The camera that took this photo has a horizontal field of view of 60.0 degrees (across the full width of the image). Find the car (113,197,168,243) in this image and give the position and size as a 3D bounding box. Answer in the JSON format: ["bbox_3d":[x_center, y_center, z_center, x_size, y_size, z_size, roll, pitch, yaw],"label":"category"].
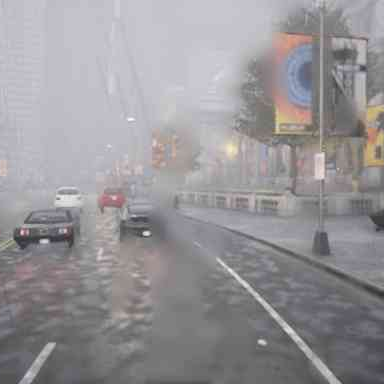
[{"bbox_3d":[-2.300,1.196,14.494,1.837,1.490,4.892,0,2,-16],"label":"car"}]

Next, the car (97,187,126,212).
[{"bbox_3d":[-7.237,0.594,29.813,2.150,2.045,5.566,-1,1,-19],"label":"car"}]

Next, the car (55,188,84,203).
[{"bbox_3d":[-10.543,0.629,28.663,2.150,2.045,5.566,-1,1,-19],"label":"car"}]

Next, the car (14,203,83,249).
[{"bbox_3d":[-5.548,1.327,13.322,1.895,1.301,4.718,-1,1,-15],"label":"car"}]
